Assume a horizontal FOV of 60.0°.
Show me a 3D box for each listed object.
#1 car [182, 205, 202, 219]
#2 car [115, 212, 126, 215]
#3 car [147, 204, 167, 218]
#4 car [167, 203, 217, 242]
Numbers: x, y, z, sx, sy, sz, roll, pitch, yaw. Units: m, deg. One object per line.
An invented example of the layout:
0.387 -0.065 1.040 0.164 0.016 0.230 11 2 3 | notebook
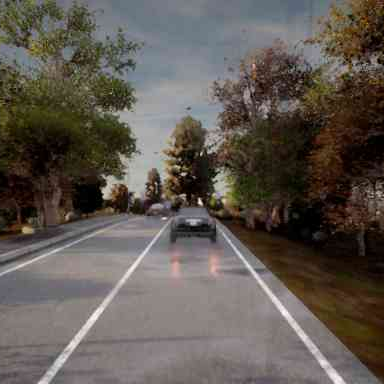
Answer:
0.042 1.951 33.668 1.895 1.301 4.718 0 -2 0 | car
-16.963 5.716 82.665 1.895 1.301 4.718 -3 -5 32 | car
-3.595 1.956 35.491 1.812 1.442 4.674 0 -3 0 | car
0.066 1.390 16.652 2.097 1.767 4.553 0 0 0 | car
